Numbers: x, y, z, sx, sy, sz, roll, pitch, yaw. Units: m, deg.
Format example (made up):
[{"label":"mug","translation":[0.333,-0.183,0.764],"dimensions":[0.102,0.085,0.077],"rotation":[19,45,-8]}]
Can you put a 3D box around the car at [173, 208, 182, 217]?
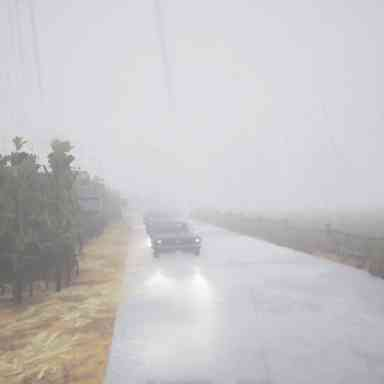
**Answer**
[{"label":"car","translation":[-2.562,2.867,46.850],"dimensions":[1.994,1.385,4.181],"rotation":[-1,-1,-6]}]

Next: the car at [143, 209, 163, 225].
[{"label":"car","translation":[-4.131,2.554,34.963],"dimensions":[1.837,1.490,4.892],"rotation":[-1,-1,-9]}]

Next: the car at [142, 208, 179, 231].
[{"label":"car","translation":[-2.499,2.234,24.853],"dimensions":[2.128,1.511,4.902],"rotation":[-1,-2,-9]}]

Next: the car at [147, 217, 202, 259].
[{"label":"car","translation":[-0.834,2.005,14.674],"dimensions":[1.895,1.301,4.718],"rotation":[-1,-2,-9]}]
